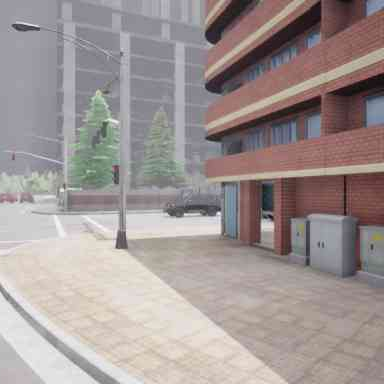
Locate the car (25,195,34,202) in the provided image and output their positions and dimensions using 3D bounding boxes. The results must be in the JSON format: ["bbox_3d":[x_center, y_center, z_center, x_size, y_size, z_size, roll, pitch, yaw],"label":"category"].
[{"bbox_3d":[-38.721,1.524,79.253,1.812,1.442,4.674,0,0,-23],"label":"car"}]

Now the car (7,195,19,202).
[{"bbox_3d":[-42.107,1.540,78.274,2.033,1.411,5.357,0,0,-23],"label":"car"}]

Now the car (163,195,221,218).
[{"bbox_3d":[0.124,1.277,31.329,5.566,2.045,2.150,0,0,-22],"label":"car"}]

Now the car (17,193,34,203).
[{"bbox_3d":[-34.599,1.225,69.503,2.150,2.045,5.566,0,0,-23],"label":"car"}]

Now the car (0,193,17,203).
[{"bbox_3d":[-37.966,1.225,68.479,2.150,2.045,5.566,0,0,-23],"label":"car"}]
